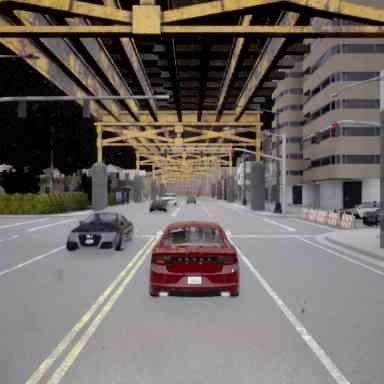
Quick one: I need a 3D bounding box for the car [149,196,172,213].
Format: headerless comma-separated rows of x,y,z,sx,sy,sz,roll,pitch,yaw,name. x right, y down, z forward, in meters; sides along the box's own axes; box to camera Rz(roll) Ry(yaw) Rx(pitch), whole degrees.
-3.679,1.547,37.502,2.033,1.411,5.357,0,0,0,car

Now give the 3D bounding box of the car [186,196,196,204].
-0.137,1.547,63.294,2.033,1.411,5.357,0,0,0,car

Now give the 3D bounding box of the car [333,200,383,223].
13.534,1.453,25.474,4.974,1.542,2.038,0,0,25,car

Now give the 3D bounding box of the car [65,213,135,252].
-3.629,1.564,13.789,1.994,1.385,4.181,0,0,0,car

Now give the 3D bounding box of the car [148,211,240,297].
0.056,1.478,8.619,1.882,1.535,5.008,0,0,0,car

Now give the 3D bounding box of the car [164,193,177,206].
-3.688,1.219,54.502,2.150,2.045,5.566,0,0,0,car

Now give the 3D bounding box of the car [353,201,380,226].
13.216,1.453,21.315,4.974,1.542,2.038,0,0,-20,car

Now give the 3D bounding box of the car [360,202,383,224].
13.265,1.295,21.333,4.536,1.218,1.853,0,0,-20,car

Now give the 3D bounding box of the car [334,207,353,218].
13.581,1.295,25.453,4.536,1.218,1.853,0,0,25,car
